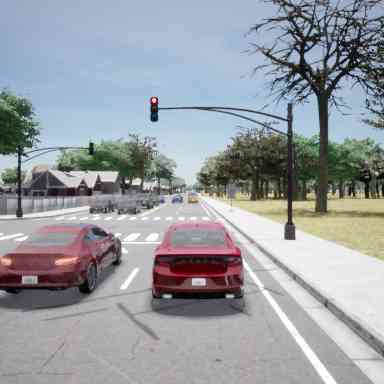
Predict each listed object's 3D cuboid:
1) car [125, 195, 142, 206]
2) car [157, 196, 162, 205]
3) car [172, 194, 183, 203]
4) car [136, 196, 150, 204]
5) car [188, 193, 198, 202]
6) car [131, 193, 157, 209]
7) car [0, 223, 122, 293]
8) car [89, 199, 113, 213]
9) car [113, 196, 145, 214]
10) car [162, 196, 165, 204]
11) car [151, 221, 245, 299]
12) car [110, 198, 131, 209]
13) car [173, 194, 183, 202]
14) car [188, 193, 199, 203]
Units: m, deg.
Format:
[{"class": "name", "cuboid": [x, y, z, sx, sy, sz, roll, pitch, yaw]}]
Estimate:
[{"class": "car", "cuboid": [-9.707, 1.335, 55.388, 2.097, 1.767, 4.553, 0, 0, 0]}, {"class": "car", "cuboid": [-6.459, 1.488, 54.738, 1.837, 1.490, 4.892, 0, 0, 0]}, {"class": "car", "cuboid": [-2.989, 1.499, 66.330, 1.812, 1.442, 4.674, 0, 0, 0]}, {"class": "car", "cuboid": [-9.620, 1.521, 66.007, 2.033, 1.411, 5.357, 0, 0, 0]}, {"class": "car", "cuboid": [0.183, 1.190, 76.324, 2.150, 2.045, 5.566, 0, 0, 0]}, {"class": "car", "cuboid": [-6.487, 1.212, 44.709, 2.150, 2.045, 5.566, 0, 0, 1]}, {"class": "car", "cuboid": [-3.129, 1.525, 8.706, 1.812, 1.442, 4.674, 0, 0, 0]}, {"class": "car", "cuboid": [-9.759, 1.498, 36.369, 1.837, 1.490, 4.892, 0, 0, 0]}, {"class": "car", "cuboid": [-6.513, 1.499, 34.858, 1.837, 1.490, 4.892, 0, 0, 0]}, {"class": "car", "cuboid": [-6.383, 1.452, 65.168, 1.882, 1.535, 5.008, 0, 0, 1]}, {"class": "car", "cuboid": [0.118, 1.477, 8.495, 1.882, 1.535, 5.008, 0, 0, 0]}, {"class": "car", "cuboid": [-9.736, 1.516, 45.502, 1.812, 1.442, 4.674, 0, 0, 1]}, {"class": "car", "cuboid": [-3.067, 1.320, 76.296, 2.097, 1.767, 4.553, 0, 0, 0]}, {"class": "car", "cuboid": [0.256, 1.451, 65.923, 1.882, 1.535, 5.008, 0, 0, 0]}]
